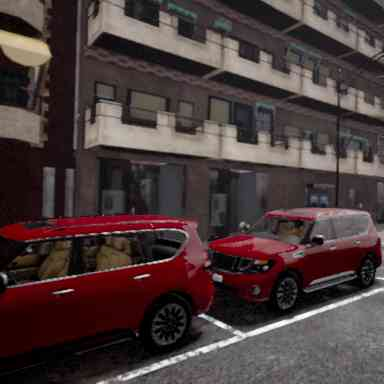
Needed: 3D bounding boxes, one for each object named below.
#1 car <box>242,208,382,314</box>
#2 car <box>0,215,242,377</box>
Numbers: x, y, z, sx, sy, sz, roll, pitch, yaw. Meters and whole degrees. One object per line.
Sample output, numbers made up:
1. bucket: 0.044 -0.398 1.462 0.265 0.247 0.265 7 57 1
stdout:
1. car: 2.555 1.352 7.894 5.009 1.841 2.192 0 1 -35
2. car: -1.946 1.321 4.682 5.009 1.841 2.192 0 1 -35
